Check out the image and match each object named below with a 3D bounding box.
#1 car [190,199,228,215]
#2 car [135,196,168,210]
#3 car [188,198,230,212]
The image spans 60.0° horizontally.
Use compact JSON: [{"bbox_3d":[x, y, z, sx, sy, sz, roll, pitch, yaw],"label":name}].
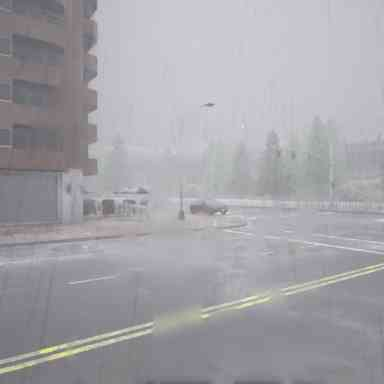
[{"bbox_3d":[1.551,1.470,33.305,1.812,1.442,4.674,0,0,-35],"label":"car"},{"bbox_3d":[-4.899,1.298,42.141,2.097,1.767,4.553,0,0,-38],"label":"car"},{"bbox_3d":[1.918,1.492,38.886,2.033,1.411,5.357,0,0,-34],"label":"car"}]
